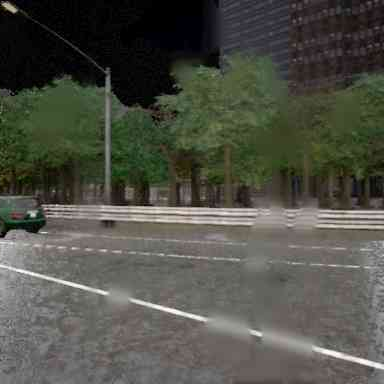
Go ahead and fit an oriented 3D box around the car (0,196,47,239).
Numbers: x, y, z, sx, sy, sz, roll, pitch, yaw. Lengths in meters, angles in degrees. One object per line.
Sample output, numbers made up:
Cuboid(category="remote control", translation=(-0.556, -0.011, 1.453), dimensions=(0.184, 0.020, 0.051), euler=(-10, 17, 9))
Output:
Cuboid(category="car", translation=(-10.322, 1.243, 17.721), dimensions=(5.566, 2.045, 2.150), euler=(0, 0, 25))
